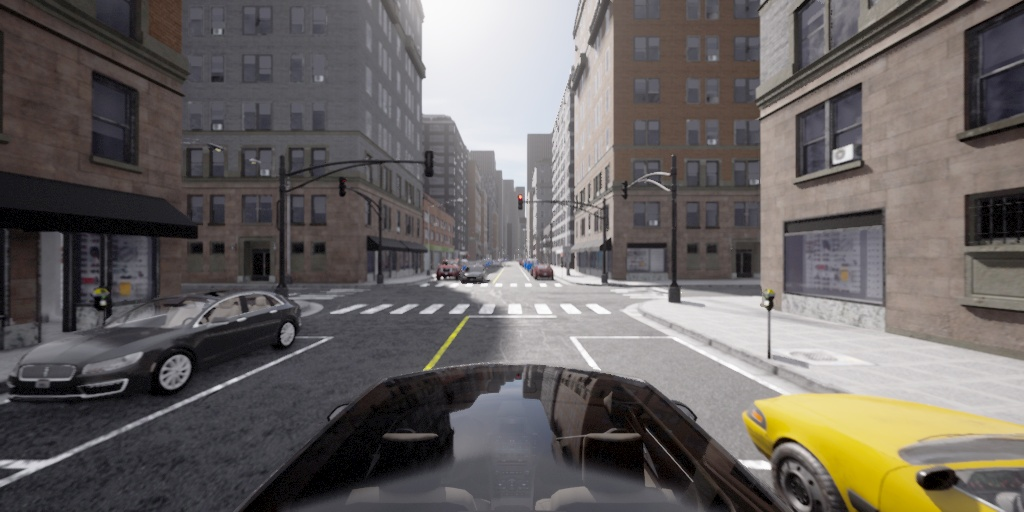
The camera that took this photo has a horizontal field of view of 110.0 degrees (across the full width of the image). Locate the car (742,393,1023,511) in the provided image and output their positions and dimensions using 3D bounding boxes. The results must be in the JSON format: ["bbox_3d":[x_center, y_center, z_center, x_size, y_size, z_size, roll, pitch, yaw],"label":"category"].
[{"bbox_3d":[2.857,1.272,1.149,1.751,1.417,4.829,0,0,0],"label":"car"}]

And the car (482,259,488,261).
[{"bbox_3d":[-5.630,1.475,60.790,1.967,1.591,4.097,0,0,0],"label":"car"}]

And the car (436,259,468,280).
[{"bbox_3d":[-5.648,1.215,33.284,2.192,1.841,5.009,0,0,0],"label":"car"}]

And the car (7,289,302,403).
[{"bbox_3d":[-5.665,1.322,6.510,2.007,1.370,4.403,0,0,0],"label":"car"}]

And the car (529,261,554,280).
[{"bbox_3d":[2.878,1.446,33.278,1.888,1.381,4.507,0,0,0],"label":"car"}]

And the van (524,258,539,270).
[{"bbox_3d":[2.889,1.323,49.782,1.690,1.789,3.998,0,0,0],"label":"van"}]

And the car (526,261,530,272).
[{"bbox_3d":[2.882,1.493,38.779,1.948,1.339,4.313,0,0,0],"label":"car"}]

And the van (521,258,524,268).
[{"bbox_3d":[2.896,1.377,60.785,1.690,1.789,3.998,0,0,0],"label":"van"}]

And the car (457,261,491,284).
[{"bbox_3d":[-2.982,1.439,28.977,1.837,1.490,4.892,0,2,0],"label":"car"}]
